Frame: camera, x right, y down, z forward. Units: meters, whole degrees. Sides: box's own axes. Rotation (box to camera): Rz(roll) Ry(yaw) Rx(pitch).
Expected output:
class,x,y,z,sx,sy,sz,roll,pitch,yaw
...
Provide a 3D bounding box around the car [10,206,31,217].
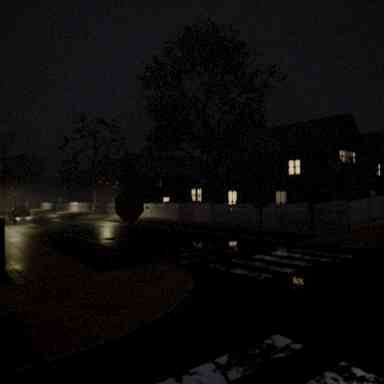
class,x,y,z,sx,sy,sz,roll,pitch,yaw
car,-22.826,2.553,44.178,2.033,1.411,5.357,-1,-1,-36
